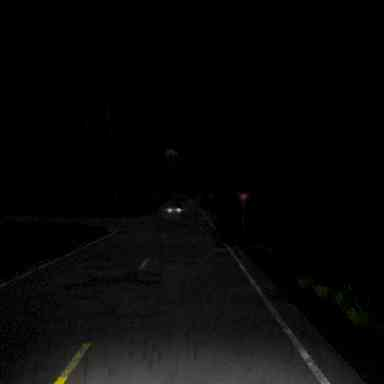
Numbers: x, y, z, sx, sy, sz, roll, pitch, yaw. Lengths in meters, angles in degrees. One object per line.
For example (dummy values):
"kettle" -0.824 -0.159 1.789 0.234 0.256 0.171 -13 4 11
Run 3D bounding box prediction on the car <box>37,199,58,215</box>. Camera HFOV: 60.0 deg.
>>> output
"car" -17.214 1.765 39.559 1.905 1.878 3.866 0 -1 -31

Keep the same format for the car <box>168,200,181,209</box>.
"car" -3.189 2.176 60.555 2.097 1.767 4.553 0 -1 0
